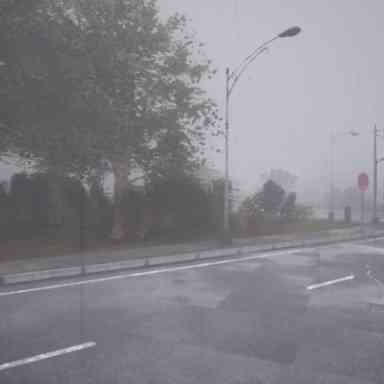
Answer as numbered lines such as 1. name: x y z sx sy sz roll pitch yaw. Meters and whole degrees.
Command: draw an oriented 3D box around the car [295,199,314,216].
1. car: 10.781 1.641 37.112 2.150 2.045 5.566 1 1 -32
